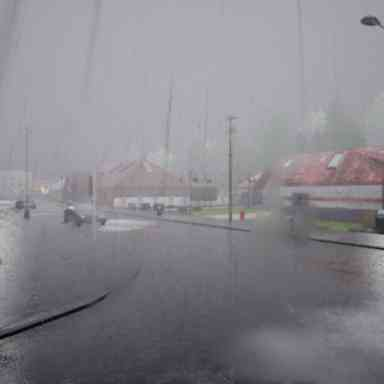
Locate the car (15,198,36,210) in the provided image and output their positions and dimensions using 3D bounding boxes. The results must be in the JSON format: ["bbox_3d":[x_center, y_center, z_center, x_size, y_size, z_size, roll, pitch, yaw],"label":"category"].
[{"bbox_3d":[-20.915,1.481,41.792,2.128,1.511,4.902,0,0,-35],"label":"car"}]

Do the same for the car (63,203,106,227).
[{"bbox_3d":[-7.495,1.514,22.930,1.812,1.442,4.674,0,1,-36],"label":"car"}]
